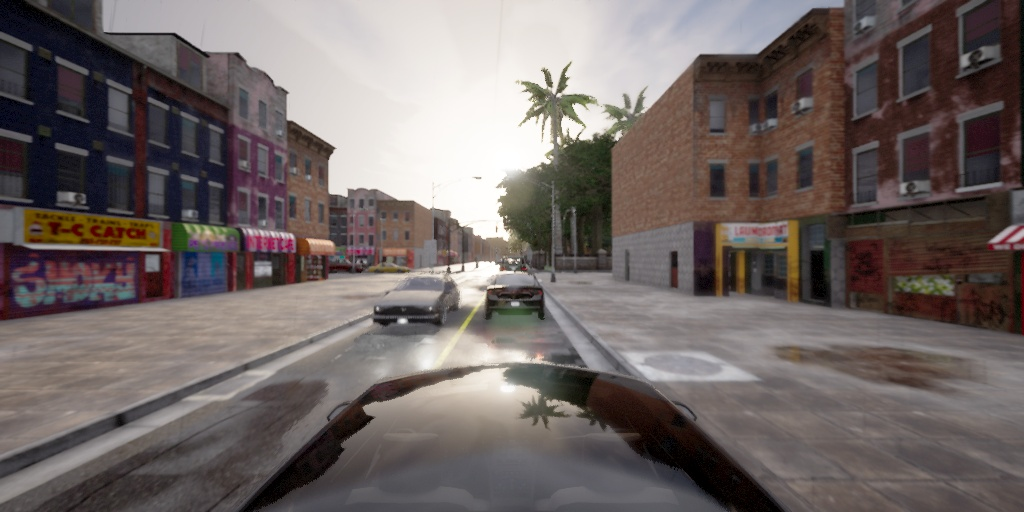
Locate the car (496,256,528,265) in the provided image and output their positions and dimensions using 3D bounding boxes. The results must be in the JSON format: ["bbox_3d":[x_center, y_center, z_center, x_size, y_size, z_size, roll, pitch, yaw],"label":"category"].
[{"bbox_3d":[0.097,1.039,28.269,2.150,2.045,5.566,0,0,0],"label":"car"}]

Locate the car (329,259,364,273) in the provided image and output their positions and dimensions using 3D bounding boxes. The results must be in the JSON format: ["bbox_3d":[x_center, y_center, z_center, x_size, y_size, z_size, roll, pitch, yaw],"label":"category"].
[{"bbox_3d":[-20.063,1.221,42.455,5.009,1.841,2.192,0,0,0],"label":"car"}]

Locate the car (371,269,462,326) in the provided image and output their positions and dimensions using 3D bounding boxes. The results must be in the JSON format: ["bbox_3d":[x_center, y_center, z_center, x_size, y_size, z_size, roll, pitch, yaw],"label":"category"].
[{"bbox_3d":[-2.851,1.321,12.006,2.033,1.411,5.357,0,0,0],"label":"car"}]

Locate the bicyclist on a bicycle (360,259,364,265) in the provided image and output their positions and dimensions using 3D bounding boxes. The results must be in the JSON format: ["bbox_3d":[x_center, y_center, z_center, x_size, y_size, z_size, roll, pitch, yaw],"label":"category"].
[{"bbox_3d":[-20.146,1.231,48.103,0.582,1.620,1.656,0,0,0],"label":"bicyclist on a bicycle"}]

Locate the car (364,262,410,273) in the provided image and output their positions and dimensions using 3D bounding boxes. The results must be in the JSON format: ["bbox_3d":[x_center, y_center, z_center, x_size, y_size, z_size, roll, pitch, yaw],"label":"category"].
[{"bbox_3d":[-14.441,1.418,42.461,4.829,1.417,1.751,0,0,0],"label":"car"}]

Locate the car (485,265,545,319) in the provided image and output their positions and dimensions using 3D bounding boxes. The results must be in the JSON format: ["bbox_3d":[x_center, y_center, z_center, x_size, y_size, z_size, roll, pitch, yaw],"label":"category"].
[{"bbox_3d":[0.097,1.253,12.986,1.882,1.535,5.008,0,0,0],"label":"car"}]
